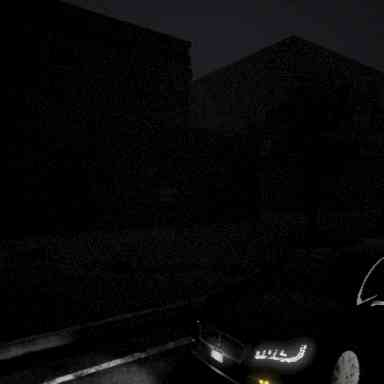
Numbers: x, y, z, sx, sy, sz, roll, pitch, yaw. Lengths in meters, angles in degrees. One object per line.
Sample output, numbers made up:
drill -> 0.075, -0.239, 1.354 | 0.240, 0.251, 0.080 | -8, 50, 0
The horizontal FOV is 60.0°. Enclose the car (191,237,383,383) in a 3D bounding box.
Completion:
car -> 2.245, 1.506, 4.978 | 4.892, 1.490, 1.837 | 0, 0, -35
